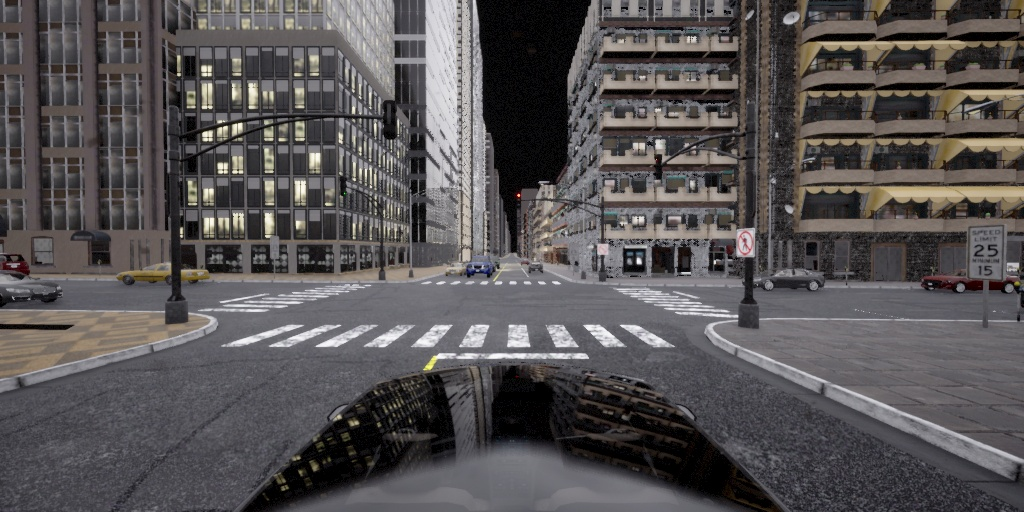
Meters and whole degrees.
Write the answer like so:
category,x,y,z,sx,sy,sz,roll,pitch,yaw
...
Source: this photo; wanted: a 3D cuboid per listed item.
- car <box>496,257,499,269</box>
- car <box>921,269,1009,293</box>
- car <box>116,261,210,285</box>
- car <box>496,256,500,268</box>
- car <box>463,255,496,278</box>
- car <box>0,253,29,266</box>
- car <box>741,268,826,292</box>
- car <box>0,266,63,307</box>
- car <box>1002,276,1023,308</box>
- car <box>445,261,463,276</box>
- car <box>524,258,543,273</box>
category,x,y,z,sx,sy,sz,roll,pitch,yaw
car,-3.023,1.217,44.829,1.882,1.535,5.008,0,0,0
car,27.406,1.462,21.540,4.507,1.381,1.888,0,0,1
car,-21.634,1.030,22.275,4.829,1.417,1.751,0,0,1
car,-3.002,0.959,55.385,2.150,2.045,5.566,0,0,0
car,-3.047,0.963,34.698,2.150,2.045,5.566,0,0,0
car,-33.580,0.712,22.499,5.009,1.841,2.192,0,0,1
car,16.341,1.376,21.714,4.403,1.370,2.007,0,0,1
car,-20.267,1.204,13.939,4.403,1.370,2.007,0,0,1
car,21.734,1.576,13.248,4.313,1.339,1.948,0,0,1
car,-5.634,1.266,36.396,1.751,1.417,4.829,0,0,0
car,2.756,1.290,42.207,2.007,1.370,4.403,0,0,0
